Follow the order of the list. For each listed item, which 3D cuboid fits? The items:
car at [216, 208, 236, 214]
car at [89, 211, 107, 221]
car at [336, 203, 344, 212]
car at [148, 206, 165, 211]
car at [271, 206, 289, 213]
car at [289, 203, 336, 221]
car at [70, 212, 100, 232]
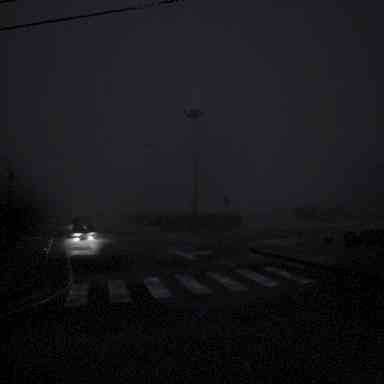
[{"bbox_3d":[5.968,3.666,60.736,3.905,1.438,1.784,-1,-2,-22],"label":"car"},{"bbox_3d":[-15.025,3.824,53.877,2.097,1.767,4.553,-1,-2,-21],"label":"car"},{"bbox_3d":[22.988,2.759,54.329,3.866,1.878,1.905,-1,-2,-22],"label":"car"},{"bbox_3d":[-8.582,4.687,85.971,5.566,2.045,2.150,-1,-2,-21],"label":"car"},{"bbox_3d":[17.470,3.550,66.620,4.193,1.474,1.816,-1,-2,-22],"label":"car"},{"bbox_3d":[14.457,2.467,39.954,4.605,1.855,1.932,-1,-2,-22],"label":"car"},{"bbox_3d":[-10.679,3.073,32.680,2.128,1.511,4.902,-1,-2,-21],"label":"car"}]
